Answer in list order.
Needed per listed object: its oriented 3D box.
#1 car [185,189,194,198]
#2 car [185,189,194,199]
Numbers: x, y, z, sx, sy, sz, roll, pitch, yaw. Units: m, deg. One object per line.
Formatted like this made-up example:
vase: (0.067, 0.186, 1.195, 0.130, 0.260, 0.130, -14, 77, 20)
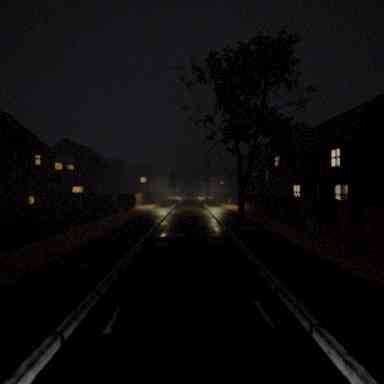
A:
car: (-0.605, 0.334, 84.604, 2.150, 2.045, 5.566, 0, 0, 0)
car: (-0.530, 0.653, 74.263, 1.882, 1.535, 5.008, 0, 0, 0)
